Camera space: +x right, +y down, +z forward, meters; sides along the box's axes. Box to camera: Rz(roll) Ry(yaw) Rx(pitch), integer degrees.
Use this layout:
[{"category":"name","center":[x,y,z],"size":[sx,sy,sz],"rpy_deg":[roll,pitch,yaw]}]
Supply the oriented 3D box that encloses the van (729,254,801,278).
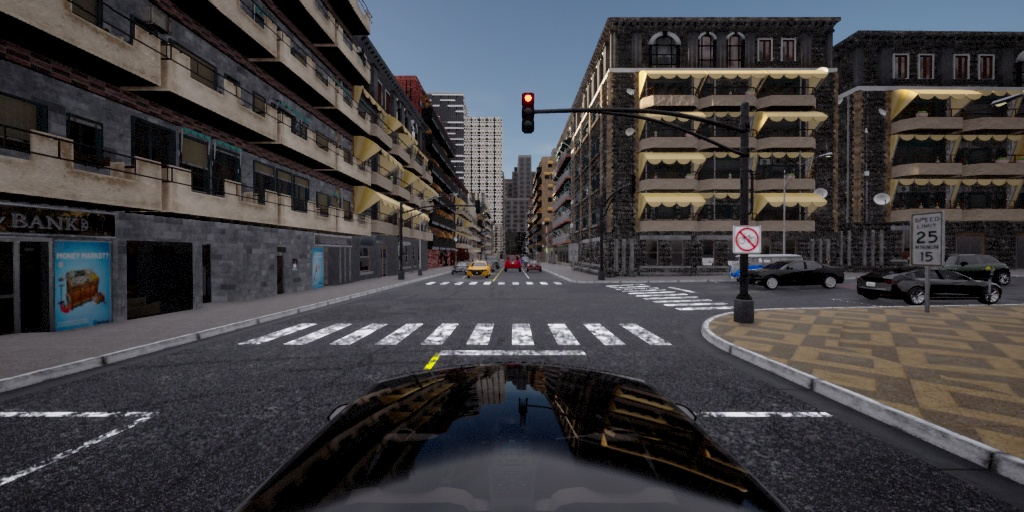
[{"category":"van","center":[15.662,0.782,22.104],"size":[3.998,1.789,1.690],"rpy_deg":[0,0,-1]}]

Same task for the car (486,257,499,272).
[{"category":"car","center":[-3.080,1.249,44.461],"size":[2.128,1.511,4.902],"rpy_deg":[0,0,0]}]

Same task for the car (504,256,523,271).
[{"category":"car","center":[0.119,0.981,48.332],"size":[2.150,2.045,5.566],"rpy_deg":[0,0,0]}]

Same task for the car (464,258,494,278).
[{"category":"car","center":[-3.088,1.230,34.057],"size":[1.882,1.535,5.008],"rpy_deg":[0,0,0]}]

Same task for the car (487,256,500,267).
[{"category":"car","center":[-3.067,0.986,55.075],"size":[2.150,2.045,5.566],"rpy_deg":[0,0,0]}]

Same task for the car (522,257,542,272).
[{"category":"car","center":[2.706,1.198,45.516],"size":[1.967,1.591,4.097],"rpy_deg":[0,0,0]}]

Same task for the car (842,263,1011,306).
[{"category":"car","center":[15.777,1.077,13.725],"size":[4.313,1.339,1.948],"rpy_deg":[0,0,-1]}]

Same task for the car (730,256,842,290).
[{"category":"car","center":[15.068,0.951,19.501],"size":[5.008,1.535,1.882],"rpy_deg":[-1,0,-1]}]

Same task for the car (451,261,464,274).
[{"category":"car","center":[-5.676,1.305,39.997],"size":[2.007,1.370,4.403],"rpy_deg":[0,0,0]}]

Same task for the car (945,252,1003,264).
[{"category":"car","center":[23.921,0.686,19.619],"size":[4.553,1.767,2.097],"rpy_deg":[-1,0,-1]}]
